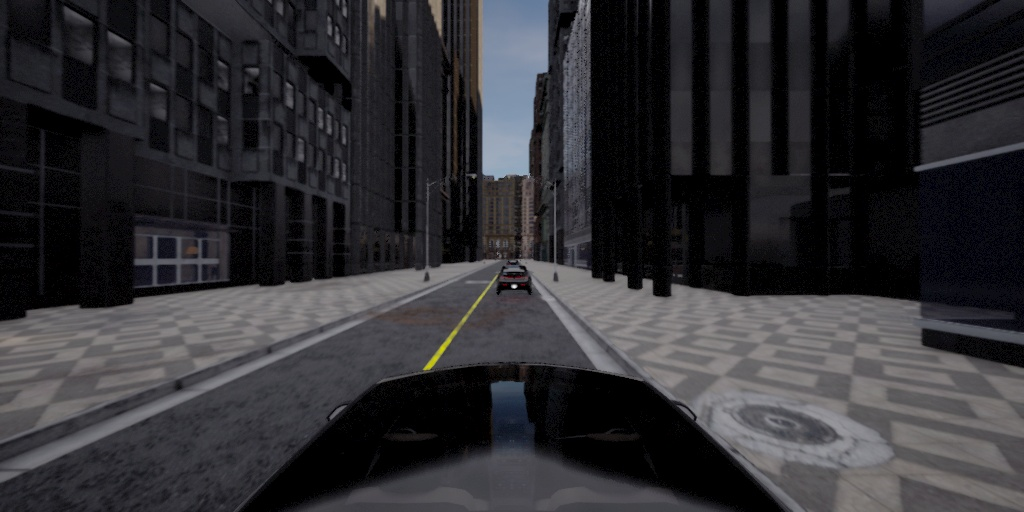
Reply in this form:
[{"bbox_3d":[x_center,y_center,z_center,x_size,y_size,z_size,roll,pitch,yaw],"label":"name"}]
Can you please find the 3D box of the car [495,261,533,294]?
[{"bbox_3d":[0.115,1.243,20.147,1.837,1.490,4.892,0,0,0],"label":"car"}]
